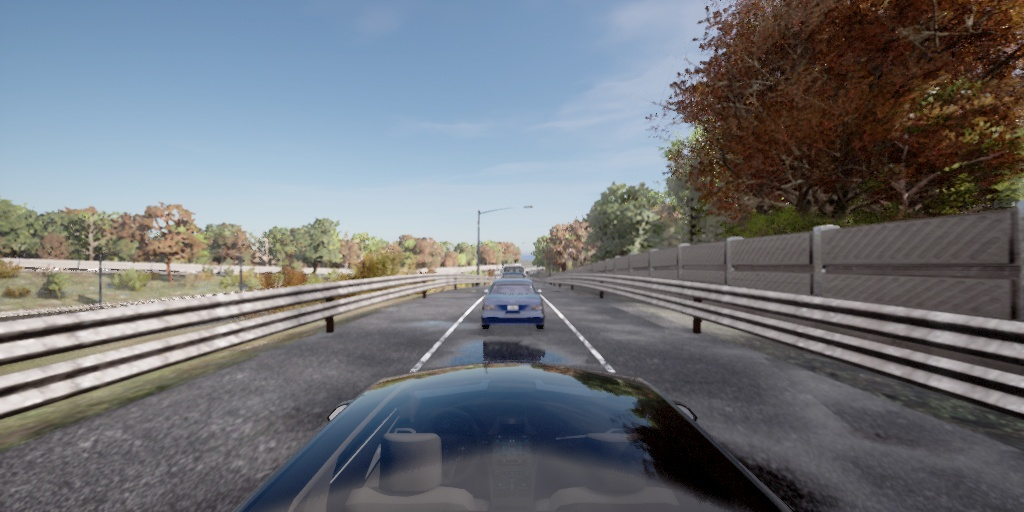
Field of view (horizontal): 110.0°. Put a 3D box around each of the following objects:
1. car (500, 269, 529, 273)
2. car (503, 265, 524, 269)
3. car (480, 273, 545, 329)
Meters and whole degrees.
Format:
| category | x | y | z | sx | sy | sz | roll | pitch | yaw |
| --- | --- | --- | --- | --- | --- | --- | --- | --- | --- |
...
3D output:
| category | x | y | z | sx | sy | sz | roll | pitch | yaw |
| --- | --- | --- | --- | --- | --- | --- | --- | --- | --- |
| car | 0.077 | 1.742 | 22.423 | 1.837 | 1.490 | 4.892 | 0 | -2 | 0 |
| car | 0.175 | 1.818 | 29.685 | 2.150 | 2.045 | 5.566 | 0 | -3 | 1 |
| car | 0.030 | 1.433 | 11.736 | 2.033 | 1.411 | 5.357 | 0 | -1 | 0 |
